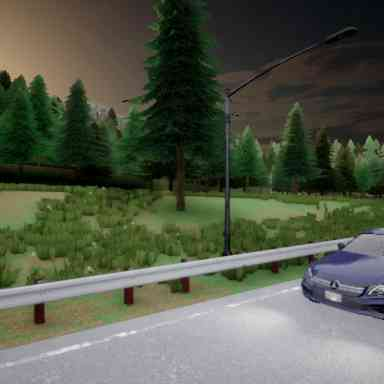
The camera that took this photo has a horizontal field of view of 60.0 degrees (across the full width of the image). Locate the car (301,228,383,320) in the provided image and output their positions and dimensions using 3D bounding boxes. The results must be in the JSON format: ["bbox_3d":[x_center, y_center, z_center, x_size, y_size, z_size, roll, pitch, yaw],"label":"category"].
[{"bbox_3d":[4.310,1.525,7.046,4.674,1.442,1.812,0,0,-36],"label":"car"}]
